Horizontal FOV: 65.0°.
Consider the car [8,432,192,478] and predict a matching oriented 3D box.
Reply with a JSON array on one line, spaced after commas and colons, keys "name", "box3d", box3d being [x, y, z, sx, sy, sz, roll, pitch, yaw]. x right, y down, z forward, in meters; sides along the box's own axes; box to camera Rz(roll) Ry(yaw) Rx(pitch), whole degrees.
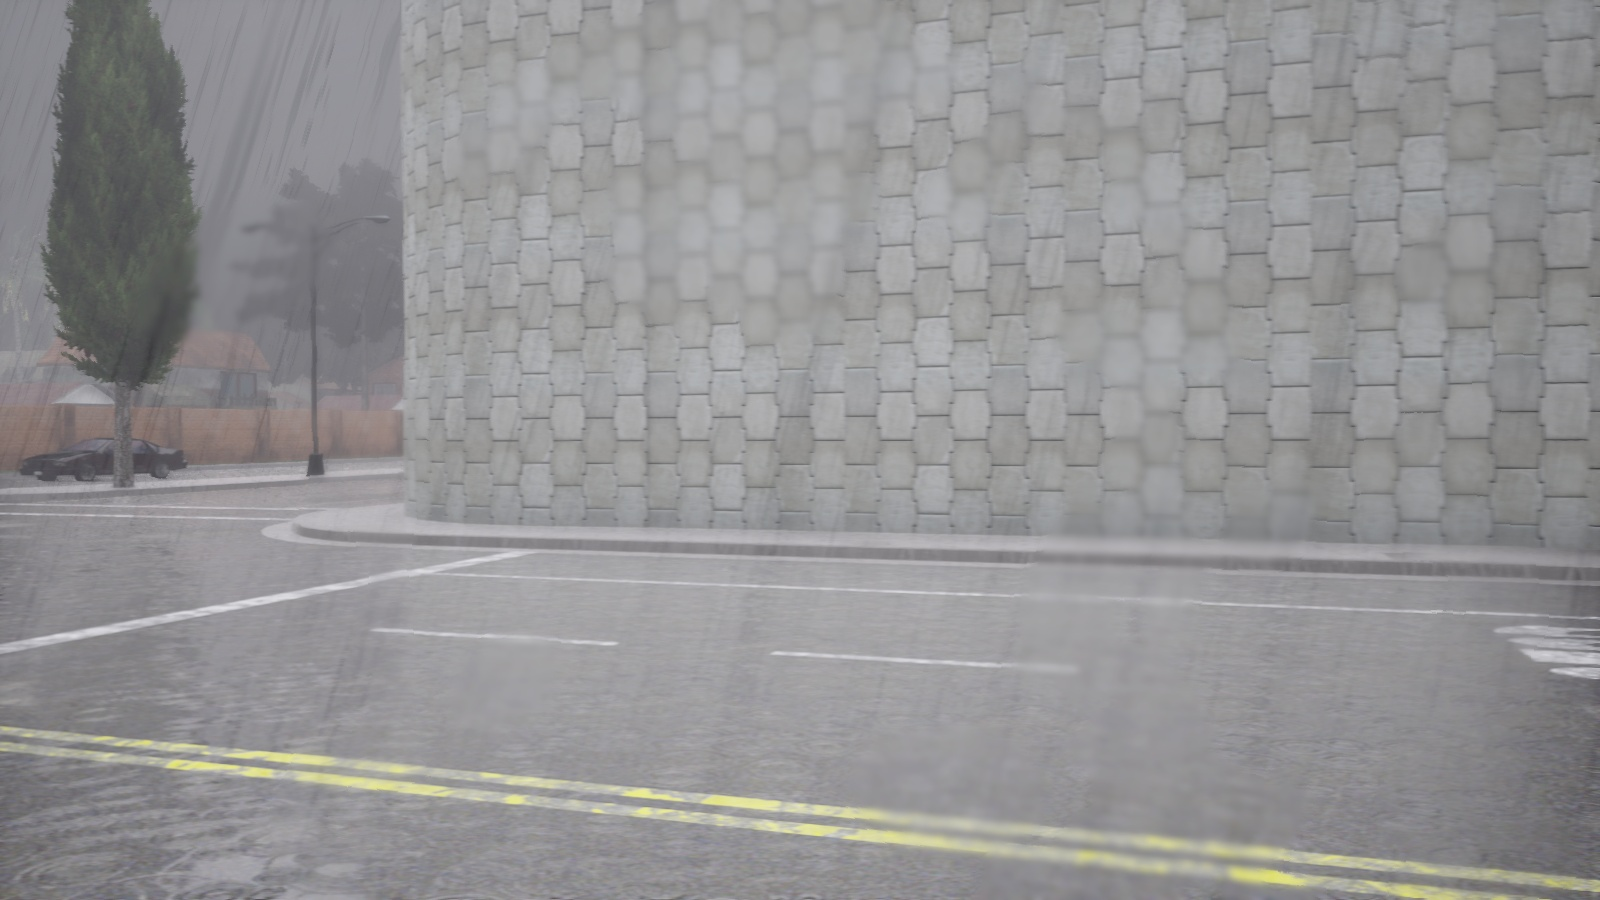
[{"name": "car", "box3d": [-23.022, 0.121, 41.595, 2.033, 1.411, 5.357, 1, 1, 18]}]
